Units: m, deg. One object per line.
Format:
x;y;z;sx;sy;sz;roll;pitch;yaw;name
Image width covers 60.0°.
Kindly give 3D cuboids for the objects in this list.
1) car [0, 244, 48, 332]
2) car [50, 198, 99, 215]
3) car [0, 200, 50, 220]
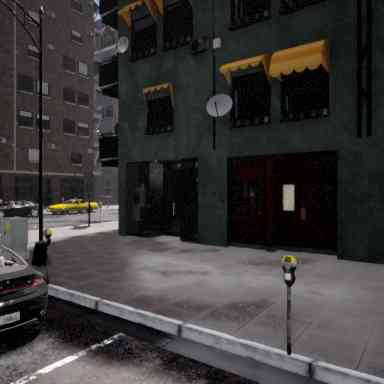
-4.343;1.551;5.969;4.403;1.369;2.008;0;0;35;car
-10.824;1.249;30.403;1.752;1.417;4.829;1;1;35;car
-13.912;1.350;25.977;2.008;1.369;4.403;1;1;35;car
